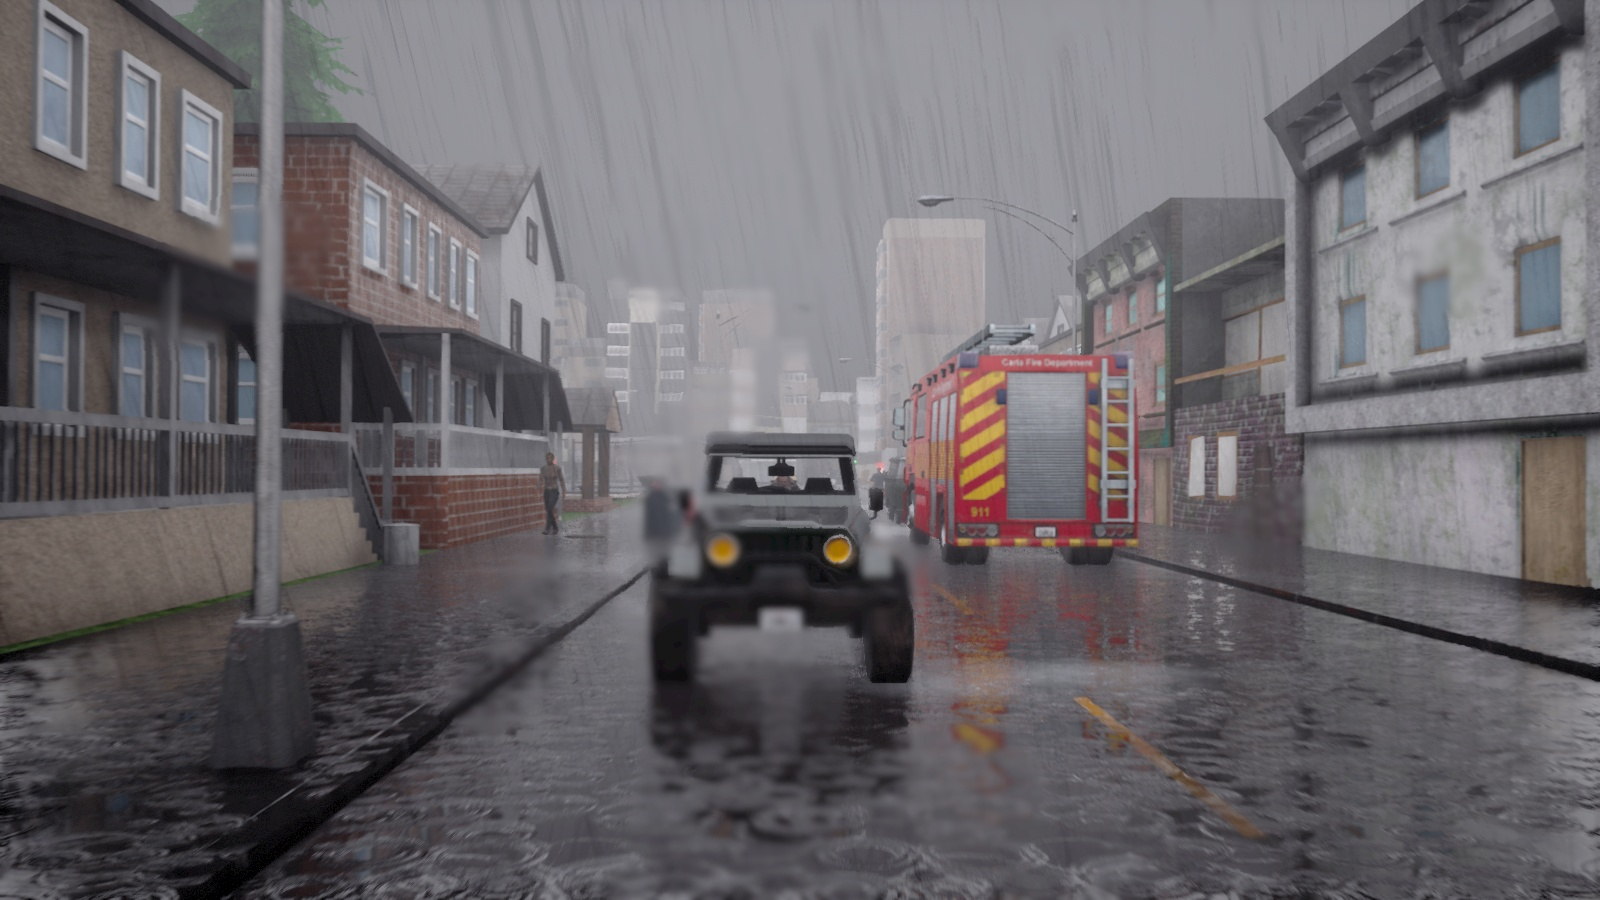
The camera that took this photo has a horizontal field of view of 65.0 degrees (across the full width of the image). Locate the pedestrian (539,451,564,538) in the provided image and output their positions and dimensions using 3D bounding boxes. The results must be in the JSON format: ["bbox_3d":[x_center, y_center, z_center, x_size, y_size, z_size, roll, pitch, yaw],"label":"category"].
[{"bbox_3d":[-5.333,0.945,26.932,0.331,1.846,0.634,0,-1,8],"label":"pedestrian"}]

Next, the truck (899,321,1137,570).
[{"bbox_3d":[3.703,-0.014,23.611,2.891,3.827,8.468,0,-1,-1],"label":"truck"}]

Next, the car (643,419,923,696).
[{"bbox_3d":[-0.144,0.766,10.504,1.905,1.878,3.866,0,-1,-1],"label":"car"}]

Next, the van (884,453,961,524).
[{"bbox_3d":[3.551,1.106,37.156,1.775,1.987,4.442,0,-1,-1],"label":"van"}]
